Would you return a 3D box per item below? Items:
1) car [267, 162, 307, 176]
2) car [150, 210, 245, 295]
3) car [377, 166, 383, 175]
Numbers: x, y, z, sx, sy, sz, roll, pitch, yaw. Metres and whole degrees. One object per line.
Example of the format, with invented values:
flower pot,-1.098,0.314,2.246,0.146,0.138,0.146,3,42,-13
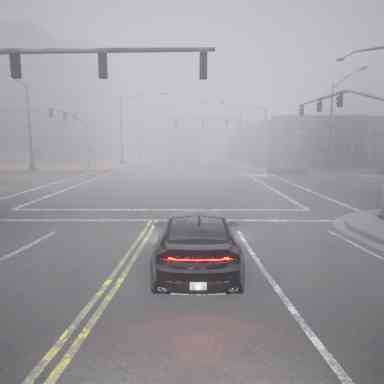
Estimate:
car,10.172,-2.458,35.650,4.181,1.385,1.994,0,8,0
car,0.113,1.198,8.097,1.837,1.490,4.892,0,4,0
car,22.517,-2.514,35.564,4.892,1.490,1.837,-1,8,0
